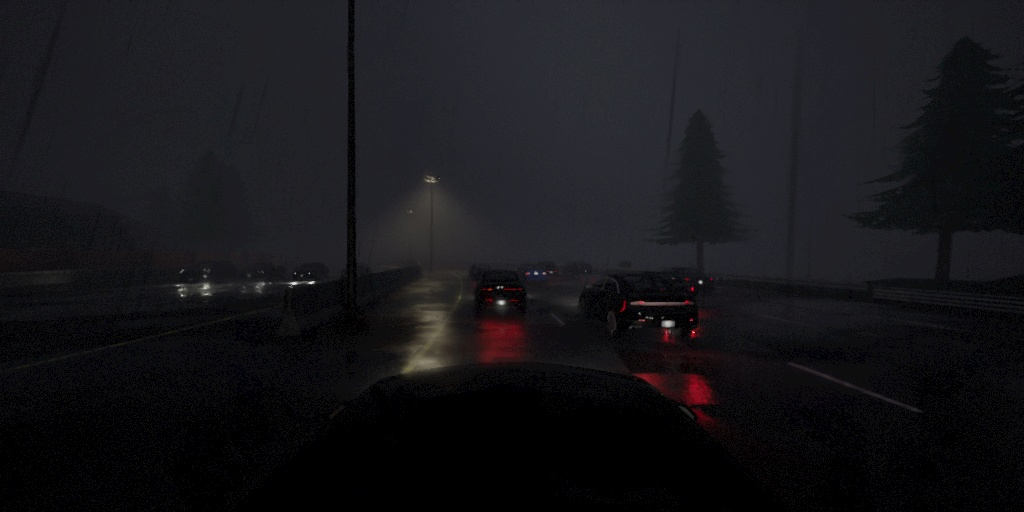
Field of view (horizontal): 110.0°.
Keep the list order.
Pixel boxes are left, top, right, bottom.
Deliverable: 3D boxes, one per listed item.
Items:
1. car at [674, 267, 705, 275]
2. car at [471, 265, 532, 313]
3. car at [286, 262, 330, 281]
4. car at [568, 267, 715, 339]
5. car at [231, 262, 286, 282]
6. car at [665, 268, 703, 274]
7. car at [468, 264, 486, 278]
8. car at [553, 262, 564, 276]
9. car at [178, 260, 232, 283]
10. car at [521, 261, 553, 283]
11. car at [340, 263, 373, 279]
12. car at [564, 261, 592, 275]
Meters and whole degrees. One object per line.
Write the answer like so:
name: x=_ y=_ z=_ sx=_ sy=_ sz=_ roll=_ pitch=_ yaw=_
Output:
car: x=9.456 y=1.325 z=20.394 sx=1.994 sy=1.385 sz=4.181 roll=0 pitch=0 yaw=-6
car: x=-0.500 y=1.264 z=14.089 sx=1.837 sy=1.490 sz=4.892 roll=0 pitch=0 yaw=-4
car: x=-17.057 y=1.278 z=30.647 sx=1.837 sy=1.490 sz=4.892 roll=0 pitch=0 yaw=-12
car: x=3.250 y=1.248 z=10.156 sx=2.128 sy=1.511 sz=4.902 roll=0 pitch=0 yaw=-3
car: x=-20.431 y=1.265 z=29.672 sx=2.128 sy=1.511 sz=4.902 roll=0 pitch=0 yaw=-11
car: x=6.343 y=1.360 z=16.510 sx=1.895 sy=1.301 sz=4.718 roll=0 pitch=0 yaw=-5
car: x=-2.831 y=1.372 z=31.854 sx=1.895 sy=1.301 sz=4.718 roll=0 pitch=0 yaw=-10
car: x=3.329 y=1.280 z=36.718 sx=1.837 sy=1.490 sz=4.892 roll=0 pitch=0 yaw=-11
car: x=-23.731 y=1.125 z=28.245 sx=2.097 sy=1.767 sz=4.553 roll=0 pitch=0 yaw=-11
car: x=1.343 y=1.316 z=28.268 sx=2.033 sy=1.411 sz=5.357 roll=0 pitch=0 yaw=-9
car: x=-13.718 y=1.321 z=31.959 sx=2.033 sy=1.411 sz=5.357 roll=0 pitch=0 yaw=-11
car: x=6.741 y=1.266 z=37.488 sx=2.128 sy=1.511 sz=4.902 roll=0 pitch=0 yaw=-11
